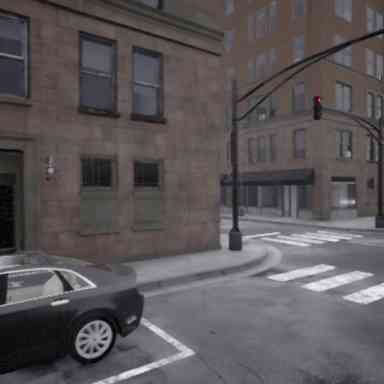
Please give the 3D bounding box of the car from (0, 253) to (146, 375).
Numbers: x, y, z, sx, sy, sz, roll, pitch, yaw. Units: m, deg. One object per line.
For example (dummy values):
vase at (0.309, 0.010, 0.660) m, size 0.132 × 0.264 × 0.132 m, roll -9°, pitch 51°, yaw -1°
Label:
car at (-2.746, 1.550, 4.230) m, size 4.403 × 1.369 × 2.008 m, roll 0°, pitch 0°, yaw -35°
